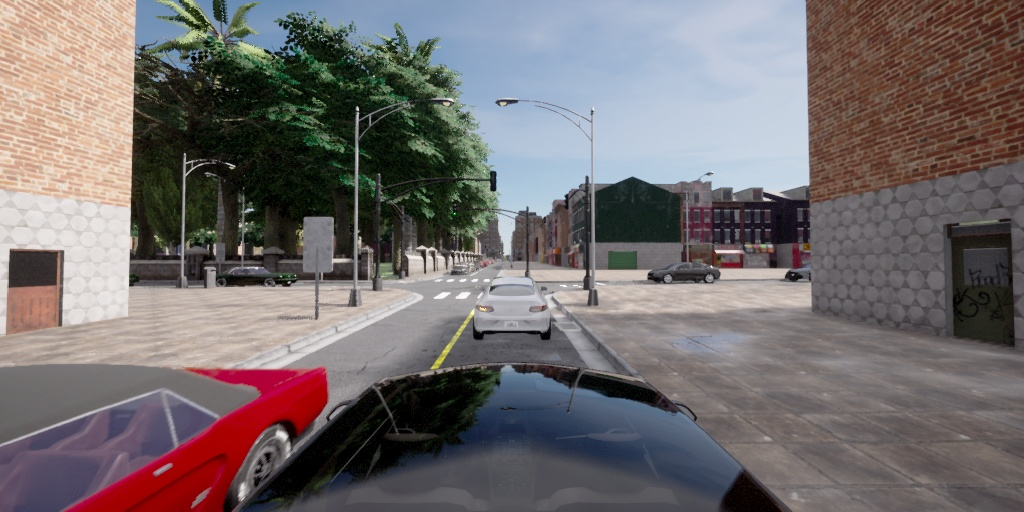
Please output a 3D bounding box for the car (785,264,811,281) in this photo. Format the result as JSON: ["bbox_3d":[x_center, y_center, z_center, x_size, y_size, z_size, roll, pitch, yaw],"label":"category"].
[{"bbox_3d":[22.072,1.144,25.664,4.181,1.385,1.994,-1,-1,0],"label":"car"}]

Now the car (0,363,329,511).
[{"bbox_3d":[-2.826,1.351,1.466,1.895,1.301,4.718,0,0,0],"label":"car"}]

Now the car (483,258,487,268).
[{"bbox_3d":[-5.755,1.416,62.392,1.802,1.307,4.207,0,0,0],"label":"car"}]

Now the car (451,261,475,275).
[{"bbox_3d":[-5.567,1.332,38.908,2.007,1.370,4.403,0,0,0],"label":"car"}]

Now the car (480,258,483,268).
[{"bbox_3d":[-5.655,1.370,51.493,1.948,1.339,4.313,0,0,0],"label":"car"}]

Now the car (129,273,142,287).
[{"bbox_3d":[-26.316,1.336,22.404,4.718,1.301,1.895,0,-1,0],"label":"car"}]

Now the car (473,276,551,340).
[{"bbox_3d":[0.018,1.279,9.884,1.812,1.442,4.674,0,0,1],"label":"car"}]

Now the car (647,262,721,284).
[{"bbox_3d":[12.205,1.192,25.598,4.892,1.490,1.837,-1,-1,0],"label":"car"}]

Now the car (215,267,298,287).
[{"bbox_3d":[-16.155,1.341,22.466,4.718,1.301,1.895,0,-1,0],"label":"car"}]

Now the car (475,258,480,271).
[{"bbox_3d":[-5.606,1.344,46.043,2.007,1.370,4.403,0,0,0],"label":"car"}]
